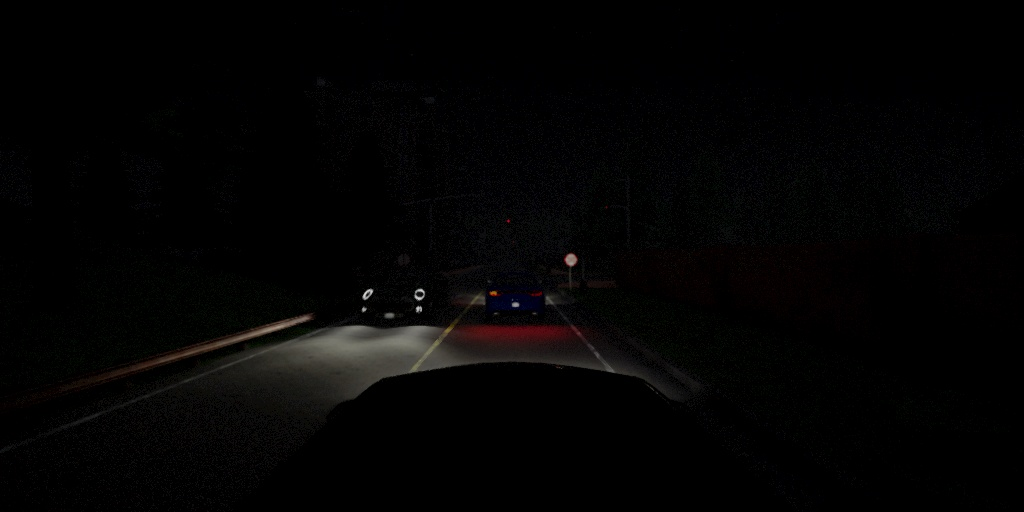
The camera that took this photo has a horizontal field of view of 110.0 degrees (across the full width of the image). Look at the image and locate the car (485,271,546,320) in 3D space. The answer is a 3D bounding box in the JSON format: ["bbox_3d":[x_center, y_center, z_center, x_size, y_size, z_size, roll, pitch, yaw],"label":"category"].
[{"bbox_3d":[0.100,1.282,12.935,1.882,1.535,5.008,0,0,0],"label":"car"}]

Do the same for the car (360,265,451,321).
[{"bbox_3d":[-3.549,1.155,12.688,2.097,1.767,4.553,0,0,1],"label":"car"}]
